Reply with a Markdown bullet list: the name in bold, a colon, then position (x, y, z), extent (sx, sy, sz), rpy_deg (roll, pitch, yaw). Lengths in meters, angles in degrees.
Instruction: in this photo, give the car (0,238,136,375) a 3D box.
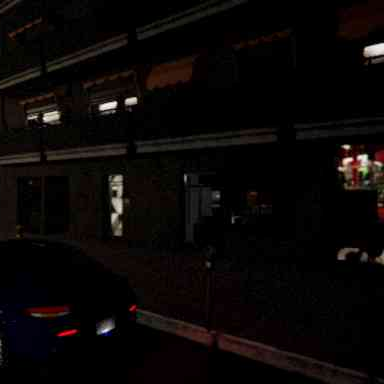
- **car**: position (-2.962, 1.522, 5.548), extent (4.674, 1.442, 1.812), rpy_deg (0, 0, 35)
